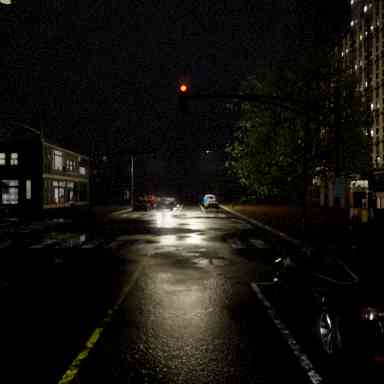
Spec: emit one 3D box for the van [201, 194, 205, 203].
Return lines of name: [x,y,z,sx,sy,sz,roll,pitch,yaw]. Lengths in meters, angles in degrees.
van: [2.616,1.345,49.328,1.690,1.788,3.998,0,0,0]

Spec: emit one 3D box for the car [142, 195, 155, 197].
car: [-5.756,1.318,43.761,2.192,1.841,5.009,0,0,0]

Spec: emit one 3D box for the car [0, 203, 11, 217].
car: [-17.312,1.371,27.194,4.507,1.381,1.887,1,-1,-1]

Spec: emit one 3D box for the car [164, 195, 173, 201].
car: [-5.820,1.559,82.618,2.008,1.369,4.403,0,0,0]

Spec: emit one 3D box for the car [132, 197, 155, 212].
car: [-5.748,1.584,38.210,1.802,1.307,4.206,0,0,0]

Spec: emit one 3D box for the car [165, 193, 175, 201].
car: [-5.828,1.324,88.169,2.192,1.841,5.009,0,0,0]

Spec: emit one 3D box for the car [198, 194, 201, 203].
car: [2.596,1.556,60.430,2.008,1.369,4.403,0,0,0]

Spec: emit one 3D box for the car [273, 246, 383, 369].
car: [2.686,1.566,5.748,1.947,1.339,4.313,0,0,0]

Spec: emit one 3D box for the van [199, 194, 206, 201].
van: [2.562,1.349,82.634,1.690,1.788,3.998,0,0,0]

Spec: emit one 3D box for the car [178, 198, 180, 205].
car: [-3.180,1.568,49.119,1.994,1.385,4.181,0,0,-1]

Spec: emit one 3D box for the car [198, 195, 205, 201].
car: [2.552,1.534,88.355,1.752,1.417,4.829,0,0,0]

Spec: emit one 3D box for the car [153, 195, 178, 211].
car: [-3.157,1.494,39.989,2.128,1.511,4.902,0,0,0]

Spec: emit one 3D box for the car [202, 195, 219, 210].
car: [2.623,1.528,43.947,1.752,1.417,4.829,0,0,0]

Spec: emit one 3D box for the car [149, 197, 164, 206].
car: [-5.775,1.555,54.863,2.008,1.369,4.403,0,0,0]
